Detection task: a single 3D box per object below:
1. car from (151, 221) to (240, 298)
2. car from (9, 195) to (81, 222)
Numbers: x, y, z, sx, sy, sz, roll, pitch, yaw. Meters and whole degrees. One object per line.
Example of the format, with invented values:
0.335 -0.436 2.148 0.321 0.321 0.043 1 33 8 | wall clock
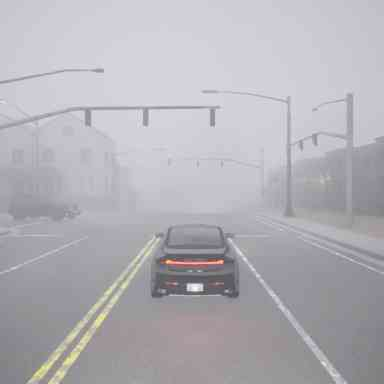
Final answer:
0.077 1.505 8.528 1.837 1.490 4.892 0 0 1 | car
-11.677 1.223 26.430 5.566 2.045 2.150 0 0 12 | car
